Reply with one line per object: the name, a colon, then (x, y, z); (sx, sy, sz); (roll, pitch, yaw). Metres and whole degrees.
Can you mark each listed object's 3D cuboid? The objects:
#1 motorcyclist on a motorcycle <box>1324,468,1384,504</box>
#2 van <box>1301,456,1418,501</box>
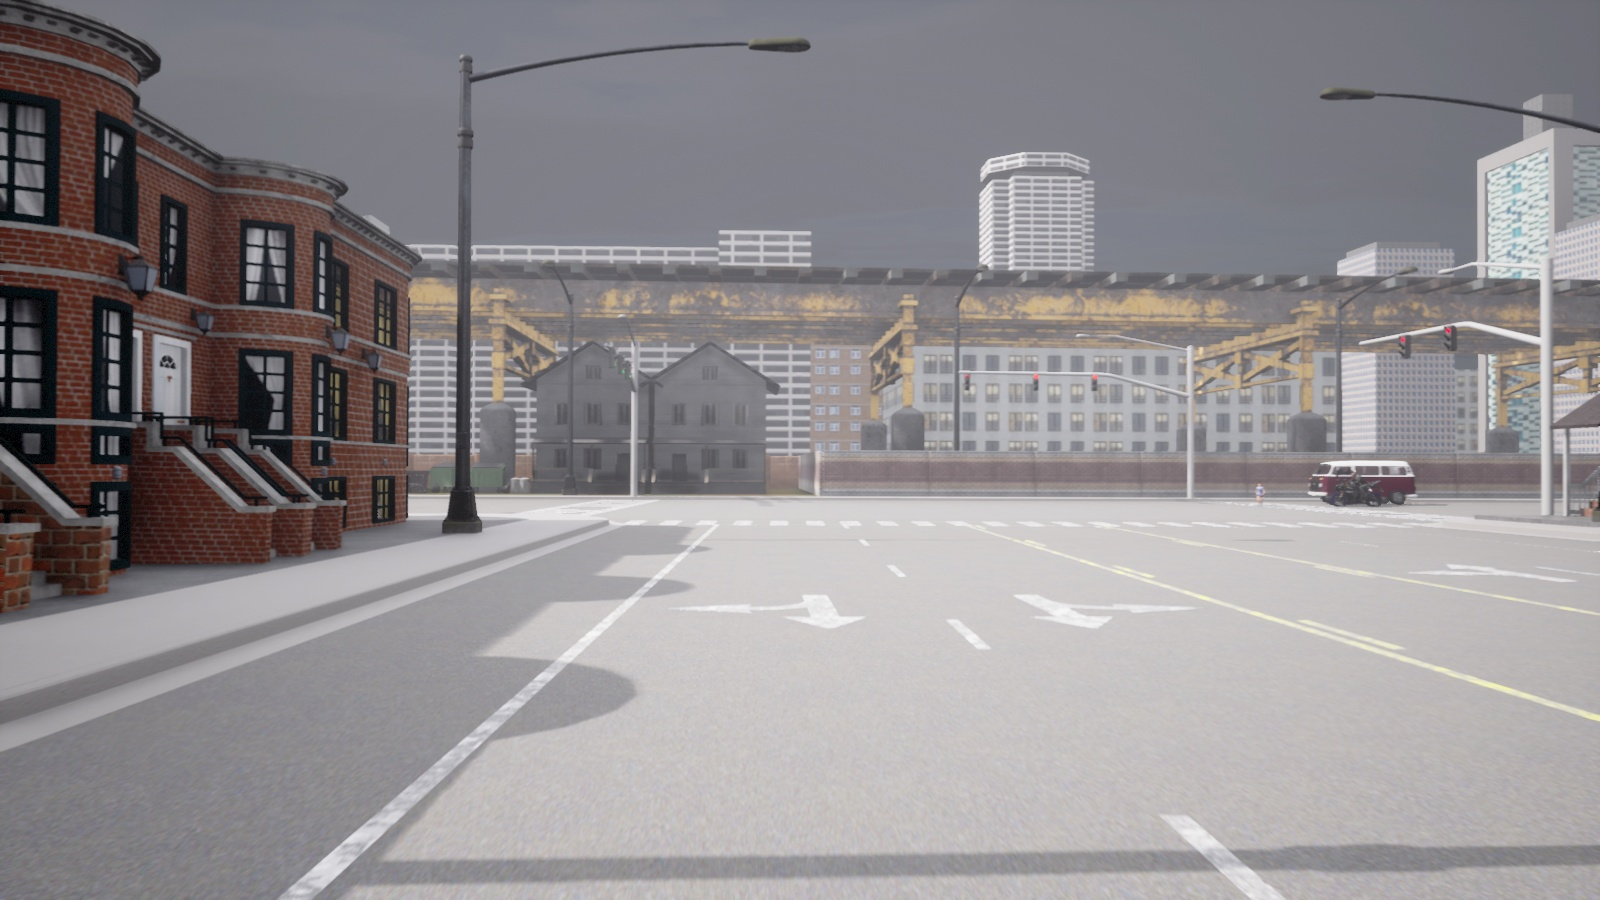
motorcyclist on a motorcycle: (23.985, 1.556, 54.356); (2.191, 1.530, 0.866); (0, -1, -1)
van: (25.746, 1.292, 57.893); (4.480, 2.038, 2.069); (0, -1, -1)
